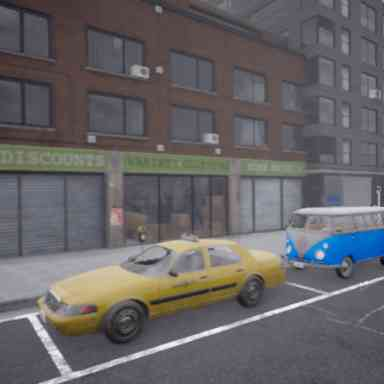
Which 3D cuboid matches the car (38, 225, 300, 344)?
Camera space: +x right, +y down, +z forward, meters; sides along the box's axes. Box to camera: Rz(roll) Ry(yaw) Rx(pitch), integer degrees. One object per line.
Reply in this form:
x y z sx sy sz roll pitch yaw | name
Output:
-0.254 1.518 6.361 4.829 1.417 1.752 0 -1 -35 | car

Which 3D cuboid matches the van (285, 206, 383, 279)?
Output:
4.432 1.322 9.703 3.998 1.788 1.690 0 -1 -35 | van
